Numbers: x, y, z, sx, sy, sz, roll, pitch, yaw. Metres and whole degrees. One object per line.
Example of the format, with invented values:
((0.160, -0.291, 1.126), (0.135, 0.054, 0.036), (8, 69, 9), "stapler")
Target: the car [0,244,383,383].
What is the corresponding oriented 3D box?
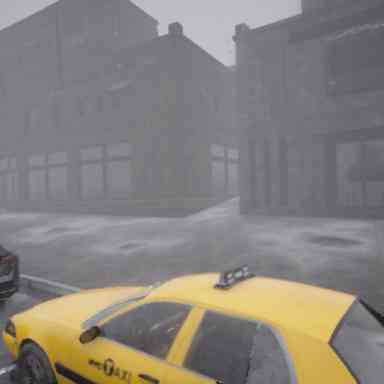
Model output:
((0.156, 1.477, 3.225), (5.366, 1.575, 1.946), (0, 0, 36), "car")
